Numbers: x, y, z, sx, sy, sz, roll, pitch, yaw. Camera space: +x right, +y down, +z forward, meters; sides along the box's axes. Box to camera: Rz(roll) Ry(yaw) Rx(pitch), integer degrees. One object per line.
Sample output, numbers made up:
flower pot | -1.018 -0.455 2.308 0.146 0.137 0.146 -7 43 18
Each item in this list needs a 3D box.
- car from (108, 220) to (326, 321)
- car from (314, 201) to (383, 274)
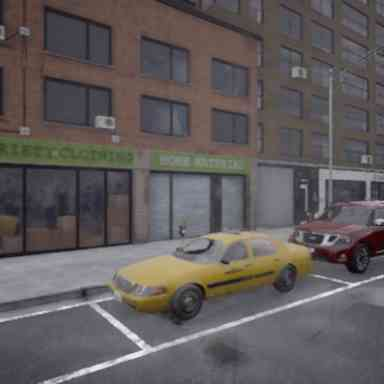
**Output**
car | 0.663 1.490 7.229 4.829 1.417 1.752 -1 1 -36
car | 5.273 1.237 10.515 5.009 1.841 2.192 -1 1 -35
